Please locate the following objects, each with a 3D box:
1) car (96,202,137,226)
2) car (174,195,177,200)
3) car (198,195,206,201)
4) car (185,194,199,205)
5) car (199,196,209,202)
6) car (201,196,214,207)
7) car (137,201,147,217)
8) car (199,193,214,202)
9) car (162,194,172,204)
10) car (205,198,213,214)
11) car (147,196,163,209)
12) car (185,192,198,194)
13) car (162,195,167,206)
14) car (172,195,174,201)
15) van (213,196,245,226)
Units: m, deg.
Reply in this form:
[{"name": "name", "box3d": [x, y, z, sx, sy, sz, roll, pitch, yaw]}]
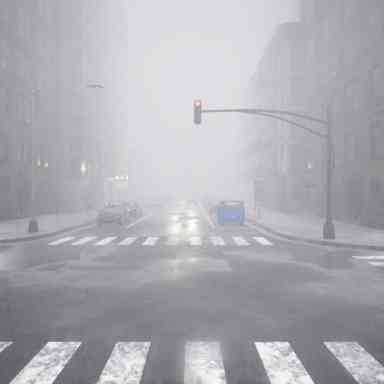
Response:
[{"name": "car", "box3d": [-5.392, 1.550, 23.187, 2.008, 1.369, 4.403, 0, 0, 0]}, {"name": "car", "box3d": [-5.401, 1.410, 80.005, 1.967, 1.590, 4.097, 0, 0, 0]}, {"name": "car", "box3d": [2.623, 1.531, 85.691, 1.947, 1.339, 4.313, 0, 0, 0]}, {"name": "car", "box3d": [0.093, 1.512, 57.276, 1.812, 1.442, 4.674, 0, 0, 0]}, {"name": "car", "box3d": [2.625, 1.524, 74.328, 2.008, 1.369, 4.403, 0, 0, 0]}, {"name": "car", "box3d": [2.629, 1.576, 45.922, 1.802, 1.307, 4.206, 0, 0, 0]}, {"name": "car", "box3d": [-5.393, 1.543, 28.868, 1.887, 1.381, 4.507, 0, 0, 0]}, {"name": "car", "box3d": [2.629, 1.305, 51.603, 2.192, 1.841, 5.009, 0, 0, 0]}, {"name": "car", "box3d": [-5.399, 1.548, 62.960, 1.947, 1.339, 4.313, 0, 0, 0]}, {"name": "car", "box3d": [2.631, 1.580, 34.559, 1.802, 1.307, 4.206, 0, 0, 0]}, {"name": "car", "box3d": [-5.396, 1.520, 45.744, 1.752, 1.417, 4.829, 0, 0, 0]}, {"name": "car", "box3d": [0.083, 1.331, 67.106, 2.097, 1.767, 4.553, 0, 0, -2]}, {"name": "car", "box3d": [-5.397, 1.556, 51.596, 1.947, 1.339, 4.313, 0, 0, 0]}, {"name": "car", "box3d": [-5.400, 1.293, 68.641, 2.192, 1.841, 5.009, 0, 0, 0]}, {"name": "van", "box3d": [2.633, 1.340, 23.197, 1.690, 1.788, 3.998, 0, 0, 0]}]
